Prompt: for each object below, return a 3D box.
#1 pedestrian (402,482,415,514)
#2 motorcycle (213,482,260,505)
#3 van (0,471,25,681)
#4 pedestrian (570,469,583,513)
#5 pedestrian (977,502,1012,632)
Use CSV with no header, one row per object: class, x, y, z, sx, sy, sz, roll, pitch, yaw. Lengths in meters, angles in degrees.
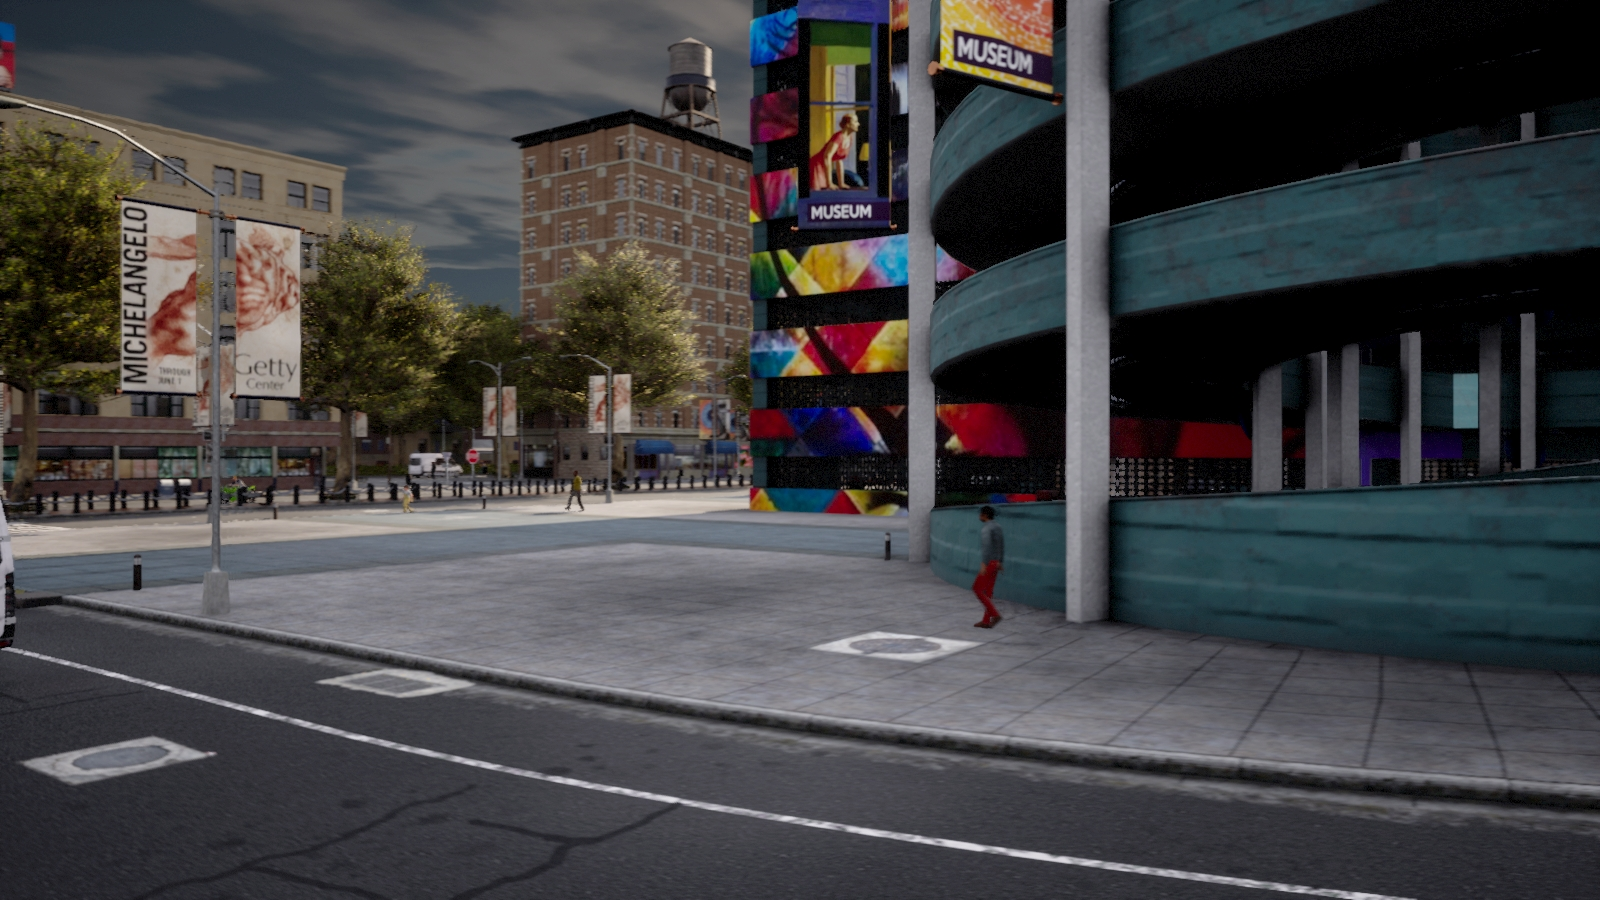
pedestrian,-16.535,2.017,48.218,0.375,1.300,0.375,0,0,38
motorcycle,-29.426,2.260,59.692,0.803,1.145,2.033,0,0,36
van,-12.602,1.545,15.085,5.915,2.561,1.988,0,0,35
pedestrian,-9.582,1.740,49.001,0.375,1.860,0.375,0,0,-42
pedestrian,2.871,1.714,16.864,0.375,1.860,0.375,0,0,35
